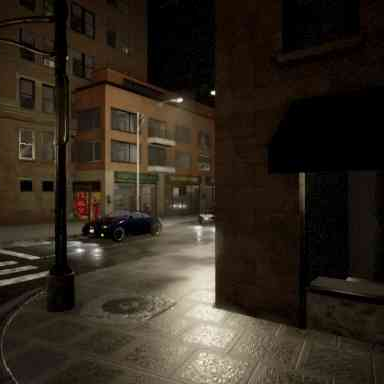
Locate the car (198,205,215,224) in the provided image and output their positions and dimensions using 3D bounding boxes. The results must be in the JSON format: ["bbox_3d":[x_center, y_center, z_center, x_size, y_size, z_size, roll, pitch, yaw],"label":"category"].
[{"bbox_3d":[2.309,1.580,24.737,1.812,1.442,4.674,0,0,35],"label":"car"}]

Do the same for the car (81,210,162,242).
[{"bbox_3d":[-3.400,1.594,16.726,1.994,1.385,4.181,0,0,35],"label":"car"}]
